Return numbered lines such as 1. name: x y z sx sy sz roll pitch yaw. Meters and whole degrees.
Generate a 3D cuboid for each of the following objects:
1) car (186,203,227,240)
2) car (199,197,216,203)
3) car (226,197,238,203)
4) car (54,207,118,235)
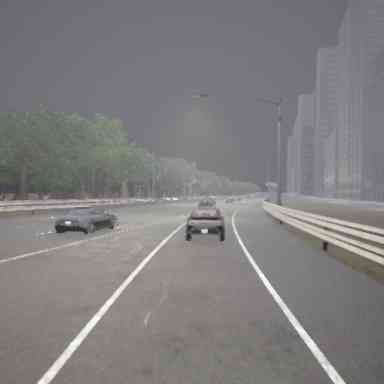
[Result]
1. car: 0.759 1.549 17.354 2.128 1.511 4.902 0 0 4
2. car: 2.496 1.601 53.569 2.097 1.767 4.553 0 0 14
3. car: 9.536 2.000 82.791 2.128 1.511 4.902 0 0 13
4. car: -5.868 1.562 18.925 1.994 1.385 4.181 1 0 14
